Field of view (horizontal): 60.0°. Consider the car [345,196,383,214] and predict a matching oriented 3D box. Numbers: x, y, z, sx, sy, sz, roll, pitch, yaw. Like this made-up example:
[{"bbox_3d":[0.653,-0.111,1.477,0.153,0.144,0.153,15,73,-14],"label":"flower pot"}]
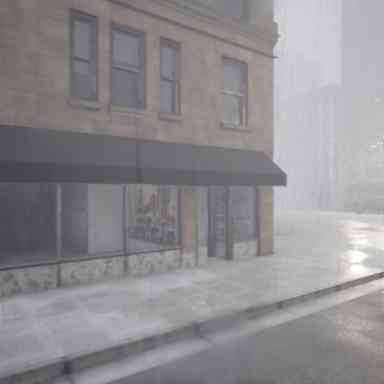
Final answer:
[{"bbox_3d":[20.899,1.460,39.333,2.150,2.045,5.566,0,0,-26],"label":"car"}]
